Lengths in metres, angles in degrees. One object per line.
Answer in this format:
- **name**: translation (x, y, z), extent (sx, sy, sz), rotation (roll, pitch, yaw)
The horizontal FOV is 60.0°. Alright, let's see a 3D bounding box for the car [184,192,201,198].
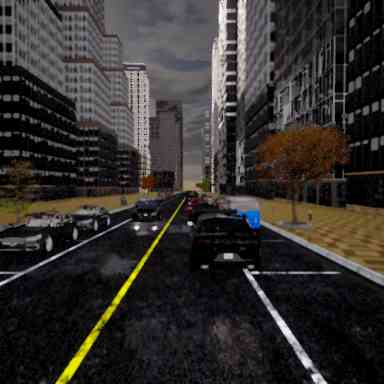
- **car**: translation (-0.070, 1.098, 47.918), extent (1.837, 1.490, 4.892), rotation (0, 0, 0)

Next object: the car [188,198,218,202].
- **car**: translation (0.859, 1.325, 20.541), extent (1.837, 1.490, 4.892), rotation (0, 0, 0)

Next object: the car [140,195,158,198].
- **car**: translation (-5.786, 1.202, 40.901), extent (2.008, 1.369, 4.403), rotation (-1, 0, 0)

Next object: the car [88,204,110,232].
- **car**: translation (-5.740, 1.389, 18.402), extent (2.008, 1.369, 4.403), rotation (-1, 0, 0)

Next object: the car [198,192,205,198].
- **car**: translation (2.488, 0.781, 91.711), extent (1.752, 1.417, 4.829), rotation (-1, 0, 0)

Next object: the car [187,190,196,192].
- **car**: translation (-0.129, 0.696, 62.319), extent (2.150, 2.045, 5.566), rotation (0, 0, 0)

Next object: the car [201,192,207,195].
- **car**: translation (2.570, 1.083, 52.339), extent (1.752, 1.417, 4.829), rotation (-1, 0, 0)

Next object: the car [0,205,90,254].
- **car**: translation (-5.727, 1.438, 12.778), extent (2.008, 1.369, 4.403), rotation (-1, 1, 0)

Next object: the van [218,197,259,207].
- **van**: translation (2.636, 1.179, 18.418), extent (1.690, 1.788, 3.998), rotation (-1, 0, 0)

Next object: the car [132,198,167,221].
- **car**: translation (-3.147, 1.351, 24.481), extent (1.994, 1.385, 4.181), rotation (0, 0, 0)

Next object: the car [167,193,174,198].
- **car**: translation (-5.891, 0.840, 91.524), extent (1.802, 1.307, 4.206), rotation (-1, 0, 0)

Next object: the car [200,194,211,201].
- **car**: translation (2.548, 1.036, 63.417), extent (1.947, 1.339, 4.313), rotation (-1, 0, 0)

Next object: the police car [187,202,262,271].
- **police car**: translation (0.879, 1.330, 10.650), extent (1.930, 1.638, 5.238), rotation (0, 0, 0)

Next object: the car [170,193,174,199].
- **car**: translation (-5.868, 0.887, 80.275), extent (1.887, 1.381, 4.507), rotation (-1, 0, 0)

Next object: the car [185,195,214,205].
- **car**: translation (0.707, 1.249, 26.577), extent (1.882, 1.535, 5.008), rotation (0, 0, 2)

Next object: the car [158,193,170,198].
- **car**: translation (-5.835, 0.912, 63.399), extent (1.967, 1.590, 4.097), rotation (-1, 0, 0)
